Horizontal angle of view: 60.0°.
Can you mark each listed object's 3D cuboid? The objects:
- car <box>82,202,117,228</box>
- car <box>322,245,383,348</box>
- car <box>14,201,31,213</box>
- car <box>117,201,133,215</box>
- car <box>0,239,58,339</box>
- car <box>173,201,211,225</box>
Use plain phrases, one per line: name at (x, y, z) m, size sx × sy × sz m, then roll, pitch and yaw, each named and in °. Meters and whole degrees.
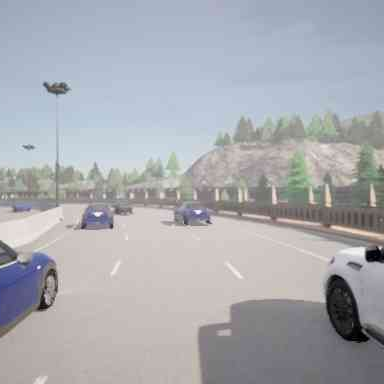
car at (-6.763, 1.570, 24.087) m, size 2.097 × 1.767 × 4.553 m, roll 0°, pitch 0°, yaw -14°
car at (3.406, 1.228, 3.423) m, size 2.150 × 2.045 × 5.566 m, roll 0°, pitch 0°, yaw -2°
car at (-23.214, 2.009, 45.427) m, size 1.882 × 1.535 × 5.008 m, roll 0°, pitch 0°, yaw -30°
car at (-8.359, 1.841, 39.497) m, size 2.128 × 1.511 × 4.902 m, roll 0°, pitch 0°, yaw -23°
car at (-3.750, 1.406, 5.098) m, size 2.097 × 1.767 × 4.553 m, roll 0°, pitch 0°, yaw -3°
car at (-0.087, 1.539, 26.156) m, size 2.097 × 1.767 × 4.553 m, roll 0°, pitch 0°, yaw -15°
